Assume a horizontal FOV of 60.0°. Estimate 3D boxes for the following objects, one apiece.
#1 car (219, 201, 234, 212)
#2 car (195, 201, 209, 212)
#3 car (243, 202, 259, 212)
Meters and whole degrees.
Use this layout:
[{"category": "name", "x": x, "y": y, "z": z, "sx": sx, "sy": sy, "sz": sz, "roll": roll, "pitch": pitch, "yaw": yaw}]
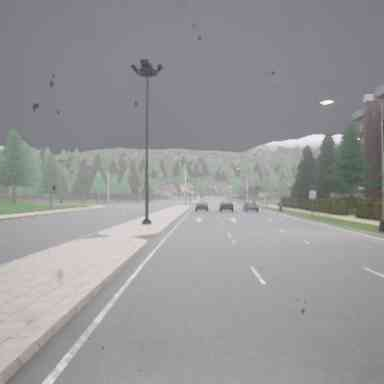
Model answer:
[{"category": "car", "x": 4.932, "y": 2.020, "z": 48.034, "sx": 1.882, "sy": 1.535, "sz": 5.008, "roll": 0, "pitch": -1, "yaw": 2}, {"category": "car", "x": 1.422, "y": 2.065, "z": 47.820, "sx": 1.812, "sy": 1.442, "sz": 4.674, "roll": 0, "pitch": -1, "yaw": 2}, {"category": "car", "x": 8.430, "y": 2.089, "z": 47.908, "sx": 2.033, "sy": 1.411, "sz": 5.357, "roll": 0, "pitch": -1, "yaw": 2}]
